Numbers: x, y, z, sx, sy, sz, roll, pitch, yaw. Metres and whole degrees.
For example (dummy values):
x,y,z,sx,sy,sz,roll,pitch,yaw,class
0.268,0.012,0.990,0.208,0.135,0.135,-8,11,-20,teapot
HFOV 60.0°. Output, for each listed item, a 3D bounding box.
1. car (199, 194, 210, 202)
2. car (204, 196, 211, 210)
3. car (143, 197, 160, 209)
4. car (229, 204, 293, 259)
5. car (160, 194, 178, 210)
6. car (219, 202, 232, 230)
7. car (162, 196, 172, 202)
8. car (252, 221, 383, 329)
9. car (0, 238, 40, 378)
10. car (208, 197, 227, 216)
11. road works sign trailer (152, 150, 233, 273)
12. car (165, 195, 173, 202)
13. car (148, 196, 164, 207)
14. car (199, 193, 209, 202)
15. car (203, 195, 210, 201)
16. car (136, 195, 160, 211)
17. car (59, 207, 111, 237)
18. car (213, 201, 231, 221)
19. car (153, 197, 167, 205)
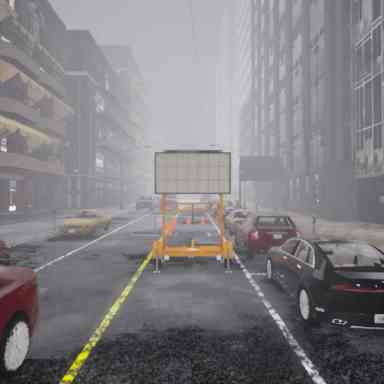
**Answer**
x,y,z,sx,sy,sz,roll,pitch,yaw,class
2.852,1.302,69.039,2.192,1.841,5.009,1,0,0,car
2.788,1.565,40.783,1.947,1.339,4.313,1,0,0,car
-5.580,1.522,46.283,1.752,1.417,4.829,1,0,0,car
2.730,1.443,12.525,1.967,1.590,4.097,1,0,0,car
-3.009,1.219,42.982,2.150,2.045,5.566,0,0,0,car
2.741,1.529,18.346,1.752,1.417,4.829,1,0,0,car
-5.520,1.528,74.711,1.887,1.381,4.507,1,0,0,car
2.716,1.553,6.872,2.008,1.369,4.403,1,0,0,car
-3.094,1.478,2.688,1.882,1.535,5.008,0,0,0,car
2.766,1.443,29.478,1.967,1.590,4.097,1,0,0,car
0.023,0.467,10.642,2.380,3.560,2.880,0,0,0,road works sign trailer
-5.507,1.505,80.191,1.752,1.417,4.829,1,0,0,car
-5.566,1.435,52.104,1.967,1.590,4.097,1,0,0,car
2.876,1.295,80.342,2.192,1.841,5.009,1,0,0,car
2.801,1.522,46.604,1.752,1.417,4.829,1,0,0,car
-5.588,1.314,40.802,2.192,1.841,5.009,1,0,0,car
-5.640,1.529,18.025,1.752,1.417,4.829,1,0,0,car
2.752,1.586,23.827,1.802,1.307,4.206,1,0,0,car
-5.555,1.537,57.757,1.887,1.381,4.507,1,0,0,car
